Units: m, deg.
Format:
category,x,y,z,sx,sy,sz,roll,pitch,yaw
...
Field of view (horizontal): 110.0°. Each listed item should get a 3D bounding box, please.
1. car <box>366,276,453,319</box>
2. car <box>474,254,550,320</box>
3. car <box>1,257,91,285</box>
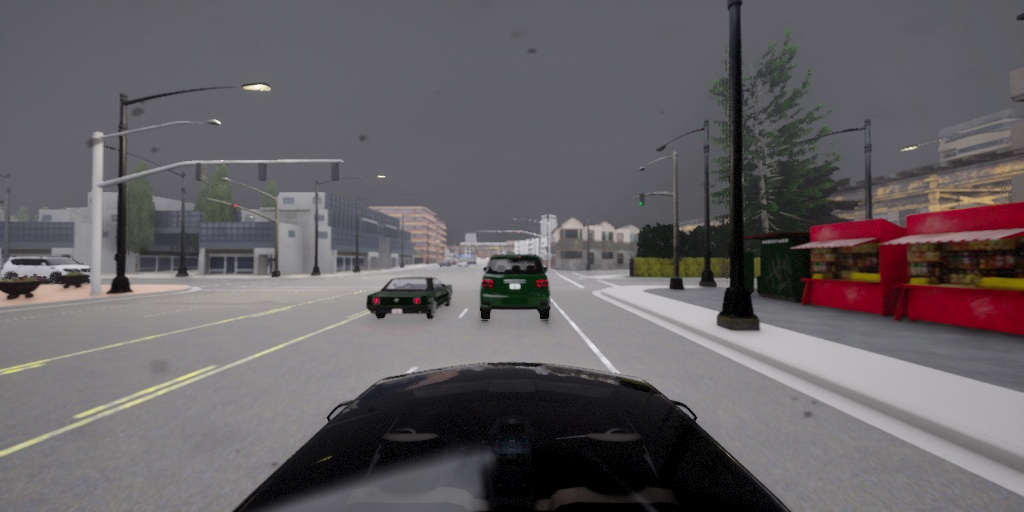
category,x,y,z,sx,sy,sz,roll,pitch,yaw
car,-3.385,1.374,12.878,1.895,1.301,4.718,0,0,1
car,0.111,0.989,12.793,2.150,2.045,5.566,0,-1,1
car,-34.077,1.065,26.583,5.566,2.045,2.150,0,-1,1
